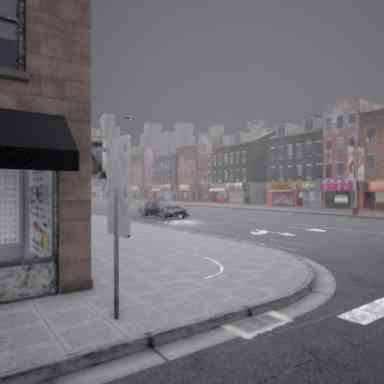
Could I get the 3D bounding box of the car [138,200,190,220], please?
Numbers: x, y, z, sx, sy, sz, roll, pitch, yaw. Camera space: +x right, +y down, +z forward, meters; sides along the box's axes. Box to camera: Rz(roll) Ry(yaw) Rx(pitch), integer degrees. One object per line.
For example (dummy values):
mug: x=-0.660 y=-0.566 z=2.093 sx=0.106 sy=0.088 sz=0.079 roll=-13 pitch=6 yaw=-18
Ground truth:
car: x=-2.357 y=1.348 z=26.025 sx=2.033 sy=1.411 sz=5.357 roll=0 pitch=0 yaw=-36
